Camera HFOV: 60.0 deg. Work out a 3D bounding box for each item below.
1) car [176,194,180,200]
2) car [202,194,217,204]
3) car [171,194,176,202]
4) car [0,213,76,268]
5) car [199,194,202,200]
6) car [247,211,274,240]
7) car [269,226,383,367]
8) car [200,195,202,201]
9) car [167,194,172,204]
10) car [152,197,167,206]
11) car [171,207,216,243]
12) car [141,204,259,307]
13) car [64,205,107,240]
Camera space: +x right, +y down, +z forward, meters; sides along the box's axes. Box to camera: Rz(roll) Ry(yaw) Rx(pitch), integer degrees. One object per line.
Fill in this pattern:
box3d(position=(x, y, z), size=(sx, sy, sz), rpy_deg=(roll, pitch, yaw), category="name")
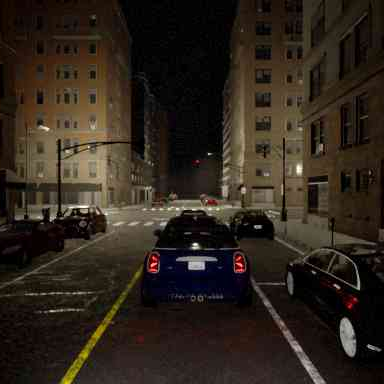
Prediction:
box3d(position=(-5.347, 1.457, 91.627), size=(2.192, 1.841, 5.009), rpy_deg=(0, 0, 0), category="car")
box3d(position=(3.018, 1.476, 53.734), size=(1.967, 1.590, 4.097), rpy_deg=(0, 0, 0), category="car")
box3d(position=(-5.393, 1.626, 80.640), size=(1.752, 1.417, 4.829), rpy_deg=(0, 0, 0), category="car")
box3d(position=(-5.645, 1.582, 11.163), size=(1.802, 1.307, 4.206), rpy_deg=(0, 0, 0), category="car")
box3d(position=(3.109, 1.524, 75.369), size=(1.967, 1.590, 4.097), rpy_deg=(0, 0, 0), category="car")
box3d(position=(2.894, 1.567, 16.644), size=(1.947, 1.339, 4.313), rpy_deg=(0, 0, 0), category="car")
box3d(position=(2.867, 1.551, 5.641), size=(2.008, 1.369, 4.403), rpy_deg=(0, 0, 0), category="car")
box3d(position=(3.065, 1.607, 64.551), size=(2.008, 1.369, 4.403), rpy_deg=(0, 0, 0), category="car")
box3d(position=(-5.460, 1.607, 64.584), size=(2.008, 1.369, 4.403), rpy_deg=(0, 0, 0), category="car")
box3d(position=(-5.507, 1.618, 53.767), size=(1.802, 1.307, 4.206), rpy_deg=(0, 0, 0), category="car")
box3d(position=(0.084, 1.565, 16.714), size=(1.994, 1.385, 4.181), rpy_deg=(0, 0, 0), category="car")
box3d(position=(0.097, 1.352, 8.131), size=(2.097, 1.767, 4.553), rpy_deg=(0, 0, 0), category="car")
box3d(position=(-5.631, 1.441, 16.665), size=(1.967, 1.590, 4.097), rpy_deg=(0, 0, 0), category="car")
